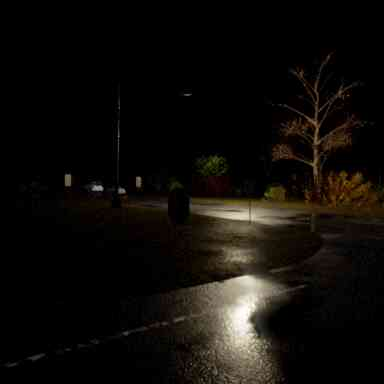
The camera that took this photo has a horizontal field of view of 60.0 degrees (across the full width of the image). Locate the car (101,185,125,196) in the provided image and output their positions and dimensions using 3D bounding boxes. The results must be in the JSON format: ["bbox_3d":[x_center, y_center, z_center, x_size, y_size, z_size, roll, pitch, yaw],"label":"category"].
[{"bbox_3d":[-11.930,-0.203,51.681,1.812,1.442,4.674,0,2,-36],"label":"car"}]

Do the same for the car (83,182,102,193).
[{"bbox_3d":[-17.784,-0.830,59.819,2.150,2.045,5.566,0,2,-36],"label":"car"}]
